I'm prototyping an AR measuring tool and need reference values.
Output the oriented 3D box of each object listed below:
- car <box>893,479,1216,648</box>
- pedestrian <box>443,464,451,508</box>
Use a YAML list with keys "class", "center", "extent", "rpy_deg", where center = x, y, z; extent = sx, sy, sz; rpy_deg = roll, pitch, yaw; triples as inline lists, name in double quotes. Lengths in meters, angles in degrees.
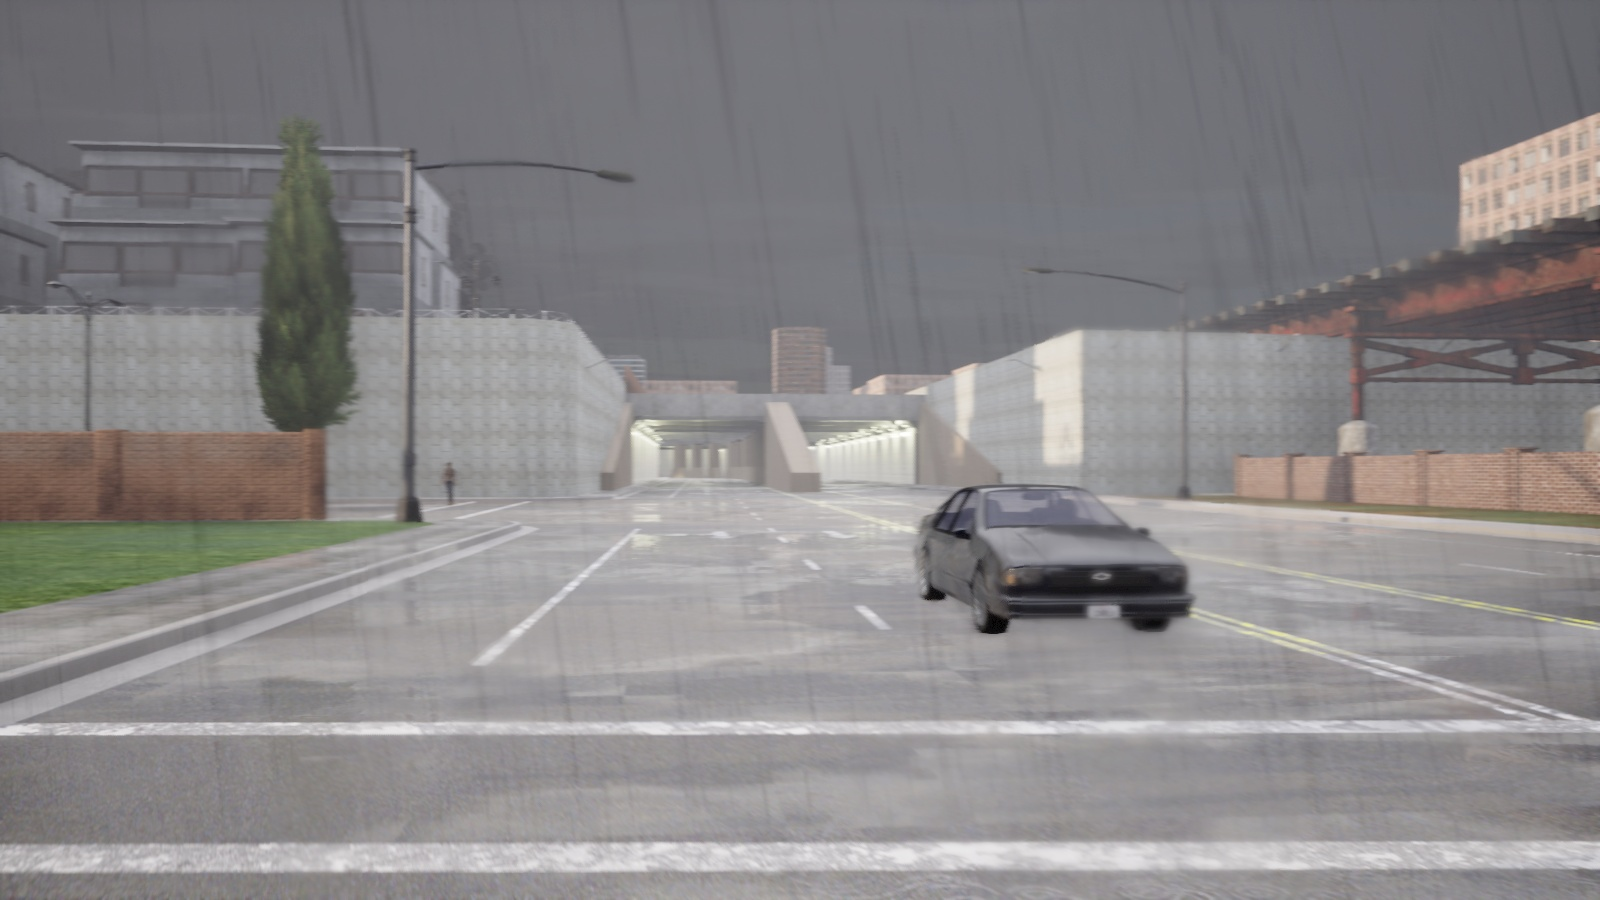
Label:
- class: "car"
  center: [2.439, 1.050, 13.692]
  extent: [2.033, 1.411, 5.357]
  rpy_deg: [0, -1, -5]
- class: "pedestrian"
  center: [-14.589, 1.480, 51.870]
  extent: [0.328, 1.805, 0.869]
  rpy_deg: [0, -1, -16]
